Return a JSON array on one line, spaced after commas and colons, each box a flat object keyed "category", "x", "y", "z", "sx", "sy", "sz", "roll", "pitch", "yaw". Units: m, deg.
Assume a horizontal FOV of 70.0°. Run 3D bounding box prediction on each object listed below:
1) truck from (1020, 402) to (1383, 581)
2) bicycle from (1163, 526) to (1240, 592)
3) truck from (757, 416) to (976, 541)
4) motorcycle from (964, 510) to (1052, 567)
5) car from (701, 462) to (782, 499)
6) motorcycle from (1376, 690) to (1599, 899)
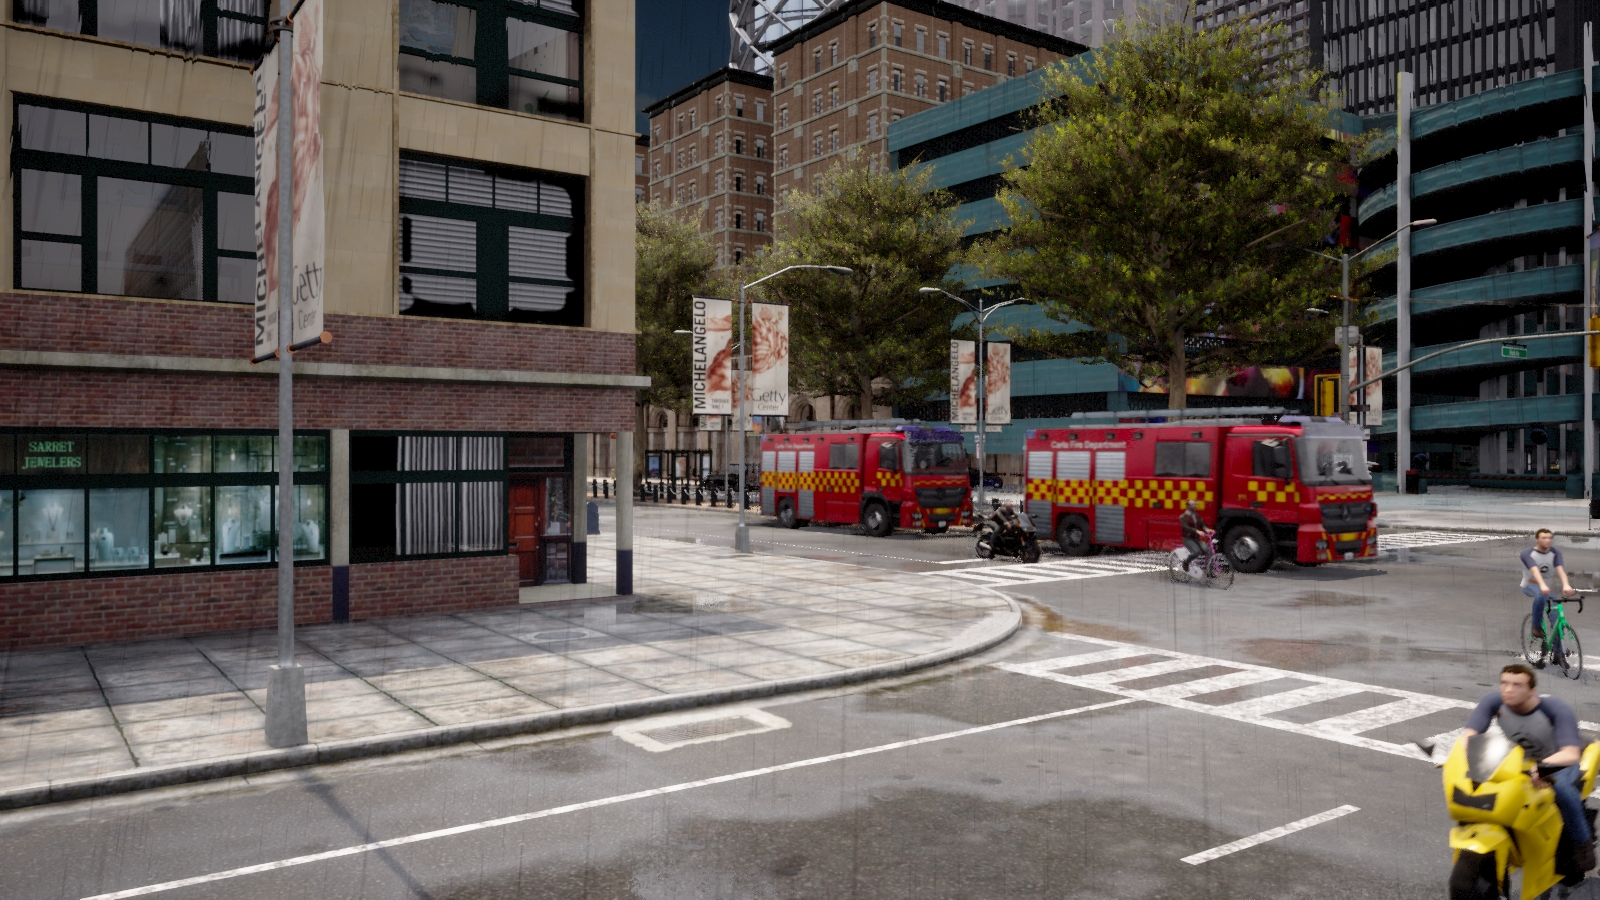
[{"category": "truck", "x": 9.652, "y": 0.881, "z": 28.654, "sx": 2.891, "sy": 3.827, "sz": 8.468, "roll": 0, "pitch": 0, "yaw": -36}, {"category": "bicycle", "x": 8.157, "y": 2.202, "z": 23.273, "sx": 0.329, "sy": 1.171, "sz": 1.835, "roll": 0, "pitch": 0, "yaw": -23}, {"category": "truck", "x": 2.040, "y": 0.881, "z": 39.383, "sx": 2.891, "sy": 3.827, "sz": 8.468, "roll": 0, "pitch": 0, "yaw": -35}, {"category": "motorcycle", "x": 5.209, "y": 2.197, "z": 28.743, "sx": 0.867, "sy": 1.251, "sz": 2.209, "roll": 0, "pitch": 0, "yaw": -34}, {"category": "car", "x": -3.495, "y": 1.765, "z": 67.169, "sx": 2.150, "sy": 2.045, "sz": 5.566, "roll": 0, "pitch": 0, "yaw": -35}, {"category": "motorcycle", "x": 4.353, "y": 2.209, "z": 6.873, "sx": 2.033, "sy": 1.145, "sz": 0.803, "roll": 0, "pitch": -1, "yaw": -39}]
